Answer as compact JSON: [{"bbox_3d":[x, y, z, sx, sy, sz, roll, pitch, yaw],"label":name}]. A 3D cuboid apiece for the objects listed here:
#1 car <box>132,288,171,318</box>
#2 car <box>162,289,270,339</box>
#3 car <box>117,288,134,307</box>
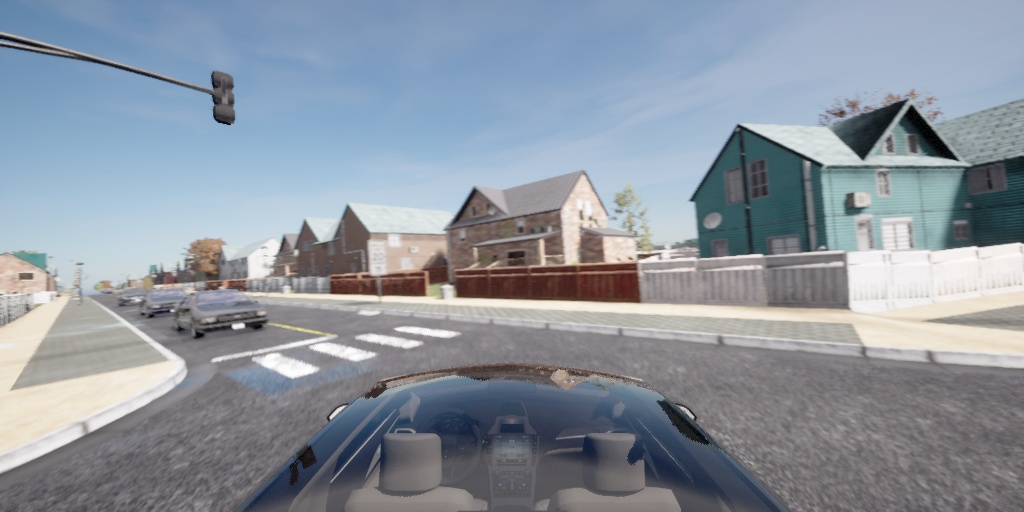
[{"bbox_3d":[-19.272,2.553,19.996,5.357,1.411,2.033,-4,-1,39],"label":"car"},{"bbox_3d":[-10.557,1.932,12.821,5.357,1.411,2.033,-4,-1,39],"label":"car"},{"bbox_3d":[-32.171,3.474,30.673,4.674,1.442,1.812,-5,-1,40],"label":"car"}]
